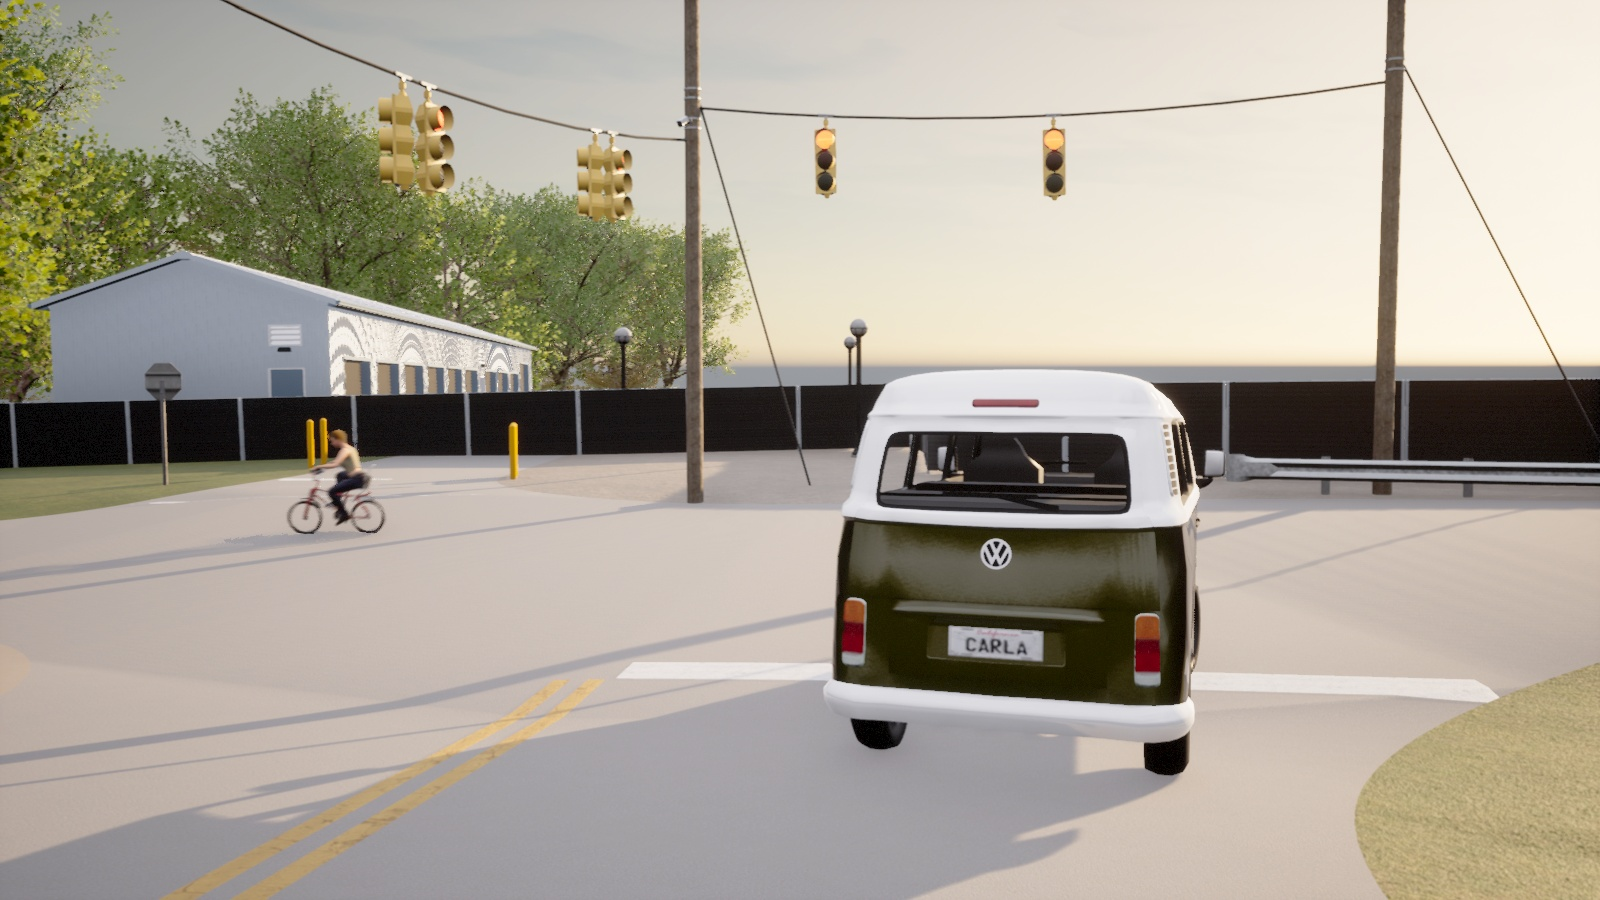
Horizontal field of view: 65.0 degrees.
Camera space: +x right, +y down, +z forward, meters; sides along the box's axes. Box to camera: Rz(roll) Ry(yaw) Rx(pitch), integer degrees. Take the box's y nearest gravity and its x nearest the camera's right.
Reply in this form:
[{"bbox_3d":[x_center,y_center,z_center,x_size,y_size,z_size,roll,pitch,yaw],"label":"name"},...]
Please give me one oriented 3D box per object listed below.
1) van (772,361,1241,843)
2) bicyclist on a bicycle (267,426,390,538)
[{"bbox_3d":[1.546,0.576,7.742,2.069,2.038,4.480,1,2,18],"label":"van"},{"bbox_3d":[-7.204,0.479,19.256,1.509,1.612,0.866,-1,5,-2],"label":"bicyclist on a bicycle"}]
